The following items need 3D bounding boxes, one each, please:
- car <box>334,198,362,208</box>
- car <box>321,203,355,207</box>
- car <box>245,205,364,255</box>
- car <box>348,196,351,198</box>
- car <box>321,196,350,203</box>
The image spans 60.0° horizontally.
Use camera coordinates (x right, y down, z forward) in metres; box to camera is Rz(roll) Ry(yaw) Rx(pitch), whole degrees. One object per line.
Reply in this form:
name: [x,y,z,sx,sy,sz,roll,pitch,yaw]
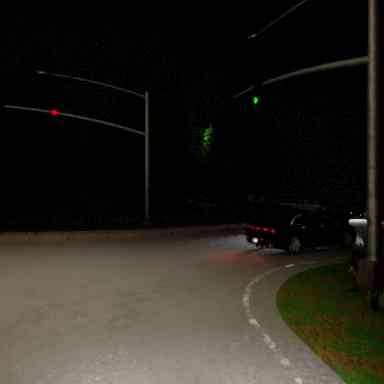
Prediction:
car: [13.792,1.537,29.148,1.994,1.385,4.181,0,0,22]
car: [8.297,1.574,20.809,1.895,1.301,4.718,0,0,41]
car: [4.362,1.477,13.078,4.892,1.490,1.837,0,1,-29]
car: [20.789,1.325,46.342,2.097,1.767,4.553,0,0,3]
car: [16.496,1.478,39.071,1.837,1.490,4.892,0,0,8]
